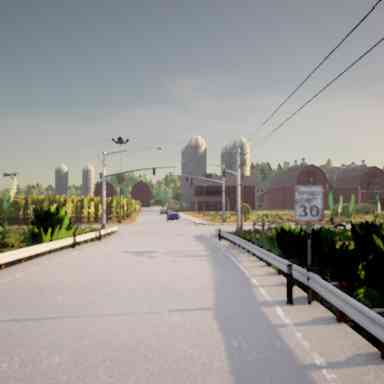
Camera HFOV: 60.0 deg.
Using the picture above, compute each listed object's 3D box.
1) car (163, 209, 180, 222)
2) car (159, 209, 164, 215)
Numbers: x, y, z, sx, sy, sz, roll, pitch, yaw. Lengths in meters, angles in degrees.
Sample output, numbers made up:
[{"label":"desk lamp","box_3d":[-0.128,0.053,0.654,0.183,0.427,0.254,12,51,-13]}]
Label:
[{"label":"car","box_3d":[-3.076,3.837,52.803,1.882,1.535,5.008,0,-2,-7]},{"label":"car","box_3d":[-6.614,4.637,77.898,2.128,1.511,4.902,0,-2,-8]}]
